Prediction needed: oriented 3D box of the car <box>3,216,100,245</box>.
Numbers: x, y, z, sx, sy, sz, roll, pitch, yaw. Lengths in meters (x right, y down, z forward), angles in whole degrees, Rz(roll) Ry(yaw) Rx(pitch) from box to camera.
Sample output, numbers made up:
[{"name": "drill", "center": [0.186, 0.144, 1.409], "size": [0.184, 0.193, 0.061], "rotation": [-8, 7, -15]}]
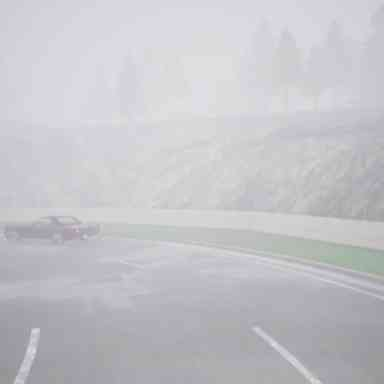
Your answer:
[{"name": "car", "center": [-7.087, 1.835, 16.602], "size": [4.718, 1.301, 1.895], "rotation": [0, -1, 22]}]
